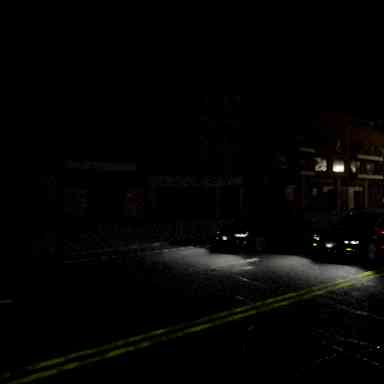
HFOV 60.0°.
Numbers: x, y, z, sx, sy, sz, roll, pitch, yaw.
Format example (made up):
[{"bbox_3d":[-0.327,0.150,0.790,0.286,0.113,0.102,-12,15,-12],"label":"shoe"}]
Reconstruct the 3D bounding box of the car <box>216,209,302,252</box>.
[{"bbox_3d":[3.215,1.504,13.964,4.892,1.490,1.837,0,0,-35],"label":"car"}]

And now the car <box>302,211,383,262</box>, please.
[{"bbox_3d":[6.464,1.505,12.290,4.892,1.490,1.837,0,0,-35],"label":"car"}]
